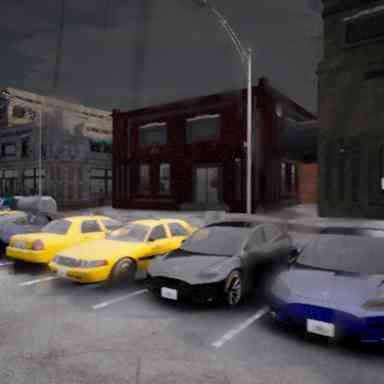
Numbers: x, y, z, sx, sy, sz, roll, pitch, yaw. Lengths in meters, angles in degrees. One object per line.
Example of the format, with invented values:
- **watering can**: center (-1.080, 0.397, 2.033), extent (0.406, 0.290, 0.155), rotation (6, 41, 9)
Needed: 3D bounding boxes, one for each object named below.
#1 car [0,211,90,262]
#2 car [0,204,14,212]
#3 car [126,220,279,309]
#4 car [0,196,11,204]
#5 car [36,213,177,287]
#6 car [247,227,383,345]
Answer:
- **car**: center (-3.416, 1.482, 11.615), extent (1.946, 1.575, 5.366), rotation (0, 0, 35)
- **car**: center (-7.913, 1.491, 14.808), extent (1.946, 1.575, 5.366), rotation (0, 0, 35)
- **car**: center (0.955, 1.510, 8.236), extent (2.163, 1.488, 4.792), rotation (0, 0, 35)
- **car**: center (-12.532, 1.258, 17.825), extent (2.435, 2.045, 5.566), rotation (0, 0, 35)
- **car**: center (-1.381, 1.479, 9.710), extent (1.946, 1.575, 5.366), rotation (0, 0, 35)
- **car**: center (3.199, 1.509, 6.636), extent (2.163, 1.488, 4.792), rotation (0, 0, 35)
